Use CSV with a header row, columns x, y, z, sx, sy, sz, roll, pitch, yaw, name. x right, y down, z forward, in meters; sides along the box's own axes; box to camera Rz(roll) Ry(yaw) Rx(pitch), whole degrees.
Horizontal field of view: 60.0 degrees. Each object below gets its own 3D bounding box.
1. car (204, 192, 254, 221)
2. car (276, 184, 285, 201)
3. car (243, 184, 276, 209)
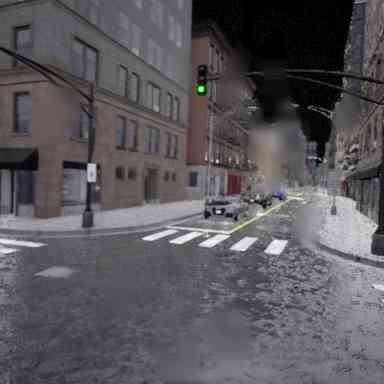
x,y,z,sx,sy,sz,roll,pitch,yaw,name
2.197,0.890,20.365,1.994,1.385,4.181,3,2,21,car
10.513,0.016,42.106,2.150,2.045,5.566,3,2,21,car
6.001,0.307,30.311,2.150,2.045,5.566,3,2,20,car
